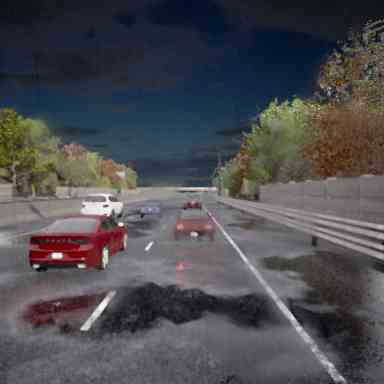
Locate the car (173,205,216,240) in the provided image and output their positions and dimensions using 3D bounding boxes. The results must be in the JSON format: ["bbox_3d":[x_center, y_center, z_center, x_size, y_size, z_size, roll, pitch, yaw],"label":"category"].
[{"bbox_3d":[0.104,1.552,16.685,1.895,1.301,4.718,0,0,0],"label":"car"}]

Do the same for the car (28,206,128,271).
[{"bbox_3d":[-3.397,1.444,10.855,1.882,1.535,5.008,0,0,0],"label":"car"}]

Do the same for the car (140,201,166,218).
[{"bbox_3d":[-3.390,1.474,29.607,2.033,1.411,5.357,0,0,0],"label":"car"}]

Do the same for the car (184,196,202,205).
[{"bbox_3d":[0.105,1.261,39.032,2.097,1.767,4.553,0,0,0],"label":"car"}]

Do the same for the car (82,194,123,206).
[{"bbox_3d":[-6.890,1.155,26.015,2.150,2.045,5.566,0,0,0],"label":"car"}]
